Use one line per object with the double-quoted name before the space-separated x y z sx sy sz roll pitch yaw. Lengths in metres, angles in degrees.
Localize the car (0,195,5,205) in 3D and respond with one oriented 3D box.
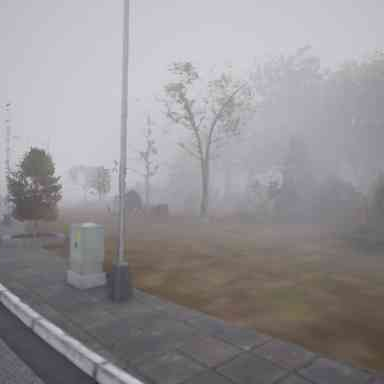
"car" -28.207 1.085 47.011 1.837 1.490 4.892 1 0 -7
